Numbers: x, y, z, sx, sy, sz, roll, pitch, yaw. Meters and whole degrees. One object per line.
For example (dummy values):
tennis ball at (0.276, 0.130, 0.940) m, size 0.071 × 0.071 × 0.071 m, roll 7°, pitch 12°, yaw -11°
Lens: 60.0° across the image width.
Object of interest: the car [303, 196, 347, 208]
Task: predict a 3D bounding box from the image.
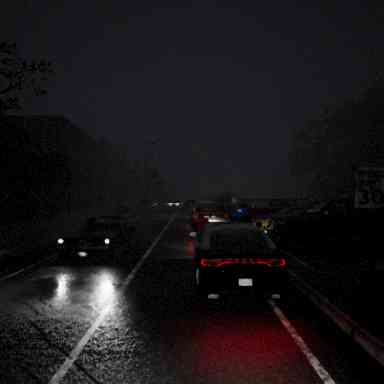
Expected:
car at (18.899, 1.415, 47.431) m, size 5.366 × 1.575 × 1.946 m, roll 0°, pitch 0°, yaw 0°

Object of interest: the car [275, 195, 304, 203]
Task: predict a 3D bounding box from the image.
car at (18.676, 1.300, 64.086) m, size 4.892 × 1.521 × 2.231 m, roll 0°, pitch 0°, yaw 0°

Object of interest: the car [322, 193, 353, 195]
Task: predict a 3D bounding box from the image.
car at (18.706, 1.221, 39.101) m, size 5.566 × 2.045 × 2.435 m, roll 0°, pitch 0°, yaw 0°

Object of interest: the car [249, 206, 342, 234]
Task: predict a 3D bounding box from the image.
car at (5.709, 1.539, 18.820) m, size 4.674 × 1.452 × 2.002 m, roll 0°, pitch 0°, yaw 0°

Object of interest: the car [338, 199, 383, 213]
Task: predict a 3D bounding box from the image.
car at (18.770, 1.515, 36.328) m, size 4.792 × 1.488 × 2.163 m, roll 0°, pitch 0°, yaw 0°

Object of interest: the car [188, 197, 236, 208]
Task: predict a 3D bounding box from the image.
car at (0.953, 1.357, 18.485) m, size 2.097 × 1.767 × 4.553 m, roll 0°, pitch 0°, yaw 0°

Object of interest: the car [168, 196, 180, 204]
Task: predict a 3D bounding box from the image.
car at (-3.322, 1.405, 61.170) m, size 1.994 × 1.385 × 4.181 m, roll 0°, pitch 0°, yaw 0°

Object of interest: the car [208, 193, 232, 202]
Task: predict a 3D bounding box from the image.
car at (5.554, 1.155, 66.483) m, size 4.553 × 1.767 × 2.185 m, roll 0°, pitch 0°, yaw 0°

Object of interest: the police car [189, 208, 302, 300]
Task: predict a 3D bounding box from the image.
police car at (0.966, 1.432, 8.613) m, size 1.930 × 1.638 × 5.238 m, roll 0°, pitch 0°, yaw 0°

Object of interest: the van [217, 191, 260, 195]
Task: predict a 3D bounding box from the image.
van at (5.766, 1.235, 41.256) m, size 4.442 × 1.987 × 1.878 m, roll 0°, pitch 0°, yaw 0°

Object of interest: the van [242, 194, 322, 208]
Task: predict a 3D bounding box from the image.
van at (5.816, 1.275, 21.623) m, size 4.442 × 1.987 × 1.878 m, roll 0°, pitch 0°, yaw 0°

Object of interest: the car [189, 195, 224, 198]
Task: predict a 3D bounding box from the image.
car at (0.947, 1.350, 24.493) m, size 2.097 × 1.767 × 4.553 m, roll 0°, pitch 0°, yaw 0°

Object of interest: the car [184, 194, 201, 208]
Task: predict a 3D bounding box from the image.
car at (-0.037, 1.408, 45.969) m, size 1.882 × 1.535 × 5.008 m, roll 0°, pitch 0°, yaw 0°

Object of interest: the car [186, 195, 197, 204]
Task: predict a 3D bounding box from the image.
car at (-0.069, 1.360, 59.152) m, size 1.837 × 1.490 × 4.892 m, roll 0°, pitch 0°, yaw 0°

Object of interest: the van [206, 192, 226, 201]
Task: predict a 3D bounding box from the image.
van at (5.447, 0.995, 74.892) m, size 4.442 × 1.987 × 1.878 m, roll 0°, pitch 0°, yaw 0°

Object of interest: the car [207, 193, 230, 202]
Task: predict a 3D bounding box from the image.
car at (5.546, 1.135, 69.287) m, size 4.553 × 1.767 × 2.185 m, roll 0°, pitch 0°, yaw 0°

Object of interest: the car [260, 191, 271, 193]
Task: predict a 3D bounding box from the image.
car at (18.578, 0.867, 89.307) m, size 5.566 × 2.045 × 2.435 m, roll 0°, pitch 0°, yaw 0°

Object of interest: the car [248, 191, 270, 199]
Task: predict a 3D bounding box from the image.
car at (18.570, 0.848, 91.968) m, size 5.566 × 2.045 × 2.435 m, roll 0°, pitch 0°, yaw 0°

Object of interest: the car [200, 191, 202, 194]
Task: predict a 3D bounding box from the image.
car at (5.706, 1.097, 91.713) m, size 5.366 × 1.575 × 1.946 m, roll 0°, pitch 0°, yaw 0°

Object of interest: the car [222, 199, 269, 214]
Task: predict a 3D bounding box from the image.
car at (5.661, 1.528, 35.646) m, size 4.674 × 1.452 × 2.002 m, roll 0°, pitch 0°, yaw 0°

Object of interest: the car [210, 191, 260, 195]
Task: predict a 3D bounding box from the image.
car at (5.614, 1.190, 44.056) m, size 5.566 × 2.045 × 2.435 m, roll 0°, pitch 0°, yaw 0°

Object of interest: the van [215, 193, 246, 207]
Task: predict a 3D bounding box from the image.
van at (5.744, 1.175, 49.664) m, size 4.442 × 1.987 × 1.878 m, roll 0°, pitch 0°, yaw 0°

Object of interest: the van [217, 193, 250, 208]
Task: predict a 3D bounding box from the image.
van at (5.752, 1.195, 46.860) m, size 4.442 × 1.987 × 1.878 m, roll 0°, pitch 0°, yaw 0°

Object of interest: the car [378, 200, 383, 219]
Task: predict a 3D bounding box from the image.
car at (18.758, 1.503, 27.996) m, size 5.008 × 1.535 × 2.097 m, roll 0°, pitch 0°, yaw 0°

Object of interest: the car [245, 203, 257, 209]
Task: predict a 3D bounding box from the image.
car at (5.528, 1.493, 16.016) m, size 5.366 × 1.575 × 1.946 m, roll 0°, pitch 0°, yaw 0°

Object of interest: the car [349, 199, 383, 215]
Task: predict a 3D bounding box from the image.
car at (18.719, 1.527, 33.545) m, size 4.792 × 1.488 × 2.163 m, roll 0°, pitch 0°, yaw 0°

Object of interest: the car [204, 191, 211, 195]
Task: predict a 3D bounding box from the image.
car at (5.571, 1.069, 60.876) m, size 5.566 × 2.045 × 2.435 m, roll 0°, pitch 0°, yaw 0°

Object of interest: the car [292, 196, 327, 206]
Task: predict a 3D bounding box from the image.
car at (18.670, 1.408, 52.982) m, size 4.792 × 1.488 × 2.163 m, roll 0°, pitch 0°, yaw 0°

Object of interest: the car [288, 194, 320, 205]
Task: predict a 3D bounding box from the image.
car at (18.723, 1.233, 55.758) m, size 4.553 × 1.767 × 2.185 m, roll 0°, pitch 0°, yaw 0°

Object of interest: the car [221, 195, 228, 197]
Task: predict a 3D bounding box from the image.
car at (5.663, 1.475, 38.449) m, size 4.892 × 1.521 × 2.231 m, roll 0°, pitch 0°, yaw 0°

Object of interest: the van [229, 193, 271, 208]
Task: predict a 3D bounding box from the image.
van at (5.569, 1.277, 27.233) m, size 4.442 × 1.987 × 1.878 m, roll 0°, pitch 0°, yaw 0°

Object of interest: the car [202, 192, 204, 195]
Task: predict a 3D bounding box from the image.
car at (5.551, 1.200, 77.697) m, size 5.008 × 1.535 × 2.097 m, roll 0°, pitch 0°, yaw 0°

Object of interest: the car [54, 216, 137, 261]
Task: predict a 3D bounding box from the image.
car at (-3.364, 1.609, 12.468) m, size 1.895 × 1.301 × 4.718 m, roll 0°, pitch 0°, yaw 0°

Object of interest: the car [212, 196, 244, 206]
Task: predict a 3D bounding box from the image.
car at (5.614, 1.382, 52.468) m, size 4.892 × 1.521 × 2.231 m, roll 0°, pitch 0°, yaw 0°

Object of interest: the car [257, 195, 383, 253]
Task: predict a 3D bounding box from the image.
car at (5.693, 1.243, 13.213) m, size 5.566 × 2.045 × 2.435 m, roll 0°, pitch 0°, yaw 0°

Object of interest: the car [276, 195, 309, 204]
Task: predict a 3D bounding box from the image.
car at (18.493, 1.316, 61.309) m, size 5.366 × 1.575 × 1.946 m, roll 0°, pitch 0°, yaw 0°

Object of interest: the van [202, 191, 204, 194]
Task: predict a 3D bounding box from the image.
van at (5.418, 0.915, 86.105) m, size 4.442 × 1.987 × 1.878 m, roll 0°, pitch 0°, yaw 0°

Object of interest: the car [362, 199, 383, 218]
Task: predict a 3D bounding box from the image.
car at (18.940, 1.497, 30.773) m, size 5.366 × 1.575 × 1.946 m, roll 0°, pitch 0°, yaw 0°
